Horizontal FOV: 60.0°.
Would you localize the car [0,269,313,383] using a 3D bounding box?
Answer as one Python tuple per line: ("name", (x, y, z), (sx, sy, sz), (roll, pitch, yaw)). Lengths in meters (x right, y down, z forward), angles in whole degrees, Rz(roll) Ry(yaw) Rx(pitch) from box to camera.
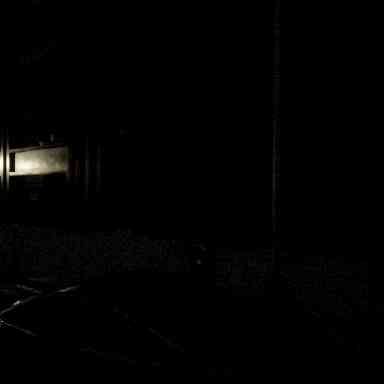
("car", (-0.926, 1.555, 3.626), (4.313, 1.339, 1.947), (0, 0, 36))
